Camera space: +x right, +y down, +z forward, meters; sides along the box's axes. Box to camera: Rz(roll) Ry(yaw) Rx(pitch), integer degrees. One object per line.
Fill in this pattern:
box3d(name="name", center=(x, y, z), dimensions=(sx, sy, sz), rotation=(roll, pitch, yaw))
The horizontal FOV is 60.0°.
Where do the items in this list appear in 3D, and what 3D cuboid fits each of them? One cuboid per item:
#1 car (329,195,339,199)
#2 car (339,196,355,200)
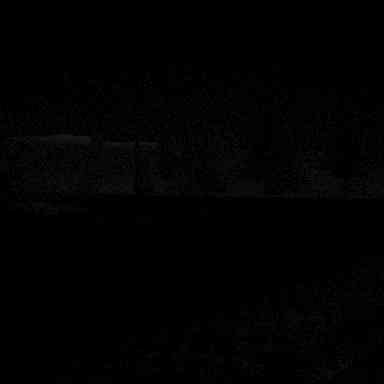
box3d(name="car", center=(34.815, 1.529, 81.640), dimensions=(1.812, 1.442, 4.674), rotation=(0, 0, 5))
box3d(name="car", center=(33.970, 1.620, 71.732), dimensions=(1.994, 1.385, 4.181), rotation=(0, 0, 5))
